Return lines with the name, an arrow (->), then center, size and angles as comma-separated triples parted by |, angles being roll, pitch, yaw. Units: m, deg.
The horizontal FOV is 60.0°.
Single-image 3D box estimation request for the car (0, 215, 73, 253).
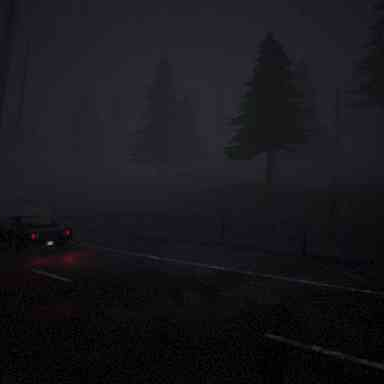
car -> -6.980, 1.616, 13.786 | 4.718, 1.301, 1.895 | 0, 0, 40
